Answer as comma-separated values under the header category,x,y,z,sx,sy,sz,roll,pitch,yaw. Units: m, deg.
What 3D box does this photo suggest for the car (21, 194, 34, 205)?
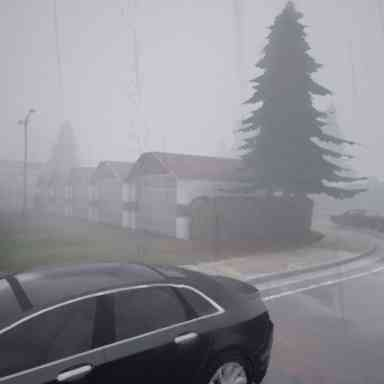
category,x,y,z,sx,sy,sz,roll,pitch,yaw
car,-30.766,1.412,62.341,1.905,1.878,3.866,1,0,-36

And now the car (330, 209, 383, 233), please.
category,x,y,z,sx,sy,sz,roll,pitch,yaw
car,11.316,1.804,21.386,1.895,1.301,4.718,0,0,-21

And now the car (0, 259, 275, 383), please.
category,x,y,z,sx,sy,sz,roll,pitch,yaw
car,-1.310,1.511,3.125,4.892,1.490,1.837,1,-1,-36
